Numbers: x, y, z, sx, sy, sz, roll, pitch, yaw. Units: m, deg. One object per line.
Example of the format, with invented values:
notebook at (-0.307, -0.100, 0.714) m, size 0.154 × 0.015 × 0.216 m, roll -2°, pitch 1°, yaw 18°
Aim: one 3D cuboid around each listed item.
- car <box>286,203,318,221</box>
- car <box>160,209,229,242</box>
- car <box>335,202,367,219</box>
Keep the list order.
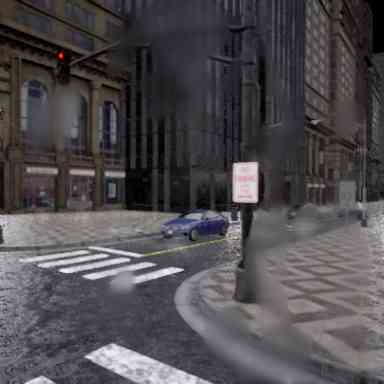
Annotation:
car at (10.462, 1.855, 31.528) m, size 1.837 × 1.490 × 4.892 m, roll 1°, pitch 0°, yaw 36°
car at (0.303, 1.671, 17.712) m, size 1.812 × 1.442 × 4.674 m, roll 1°, pitch 0°, yaw 35°
car at (16.884, 1.809, 34.869) m, size 2.097 × 1.767 × 4.553 m, roll 1°, pitch 0°, yaw 36°
